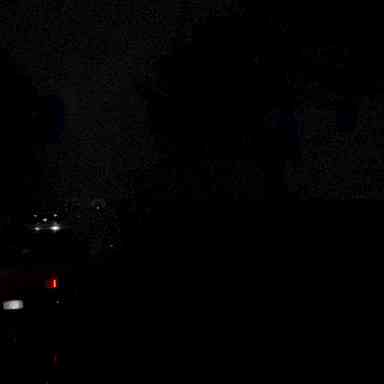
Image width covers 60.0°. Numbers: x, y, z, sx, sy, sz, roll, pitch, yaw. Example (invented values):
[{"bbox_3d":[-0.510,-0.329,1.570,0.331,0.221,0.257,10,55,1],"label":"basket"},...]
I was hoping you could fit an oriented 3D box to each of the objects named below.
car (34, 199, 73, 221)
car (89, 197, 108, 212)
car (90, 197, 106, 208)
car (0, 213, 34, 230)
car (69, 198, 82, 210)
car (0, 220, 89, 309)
[{"bbox_3d":[-10.879,1.554,25.805,2.033,1.411,5.357,-1,0,-13],"label":"car"},{"bbox_3d":[-10.604,1.460,37.727,1.812,1.442,4.674,-1,0,-14],"label":"car"},{"bbox_3d":[-13.515,1.447,47.644,2.033,1.411,5.357,-1,0,-18],"label":"car"},{"bbox_3d":[-7.885,1.592,12.982,1.994,1.385,4.181,-1,0,-13],"label":"car"},{"bbox_3d":[-14.688,1.491,41.142,1.812,1.442,4.674,-1,0,-16],"label":"car"},{"bbox_3d":[-3.479,1.595,7.728,1.895,1.301,4.718,-1,0,-13],"label":"car"}]
